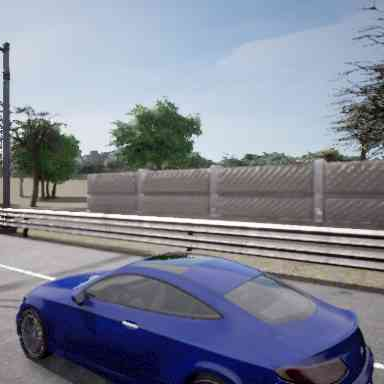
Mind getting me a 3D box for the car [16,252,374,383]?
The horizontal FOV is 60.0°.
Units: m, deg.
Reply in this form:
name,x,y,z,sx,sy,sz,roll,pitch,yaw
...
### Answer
name,x,y,z,sx,sy,sz,roll,pitch,yaw
car,-0.344,1.525,4.241,4.674,1.442,1.812,0,0,36
